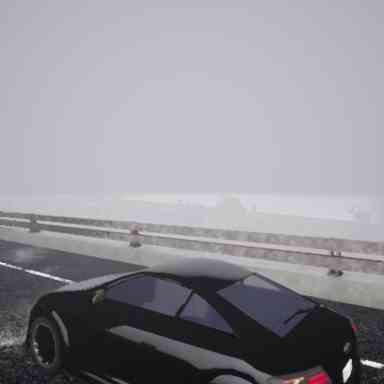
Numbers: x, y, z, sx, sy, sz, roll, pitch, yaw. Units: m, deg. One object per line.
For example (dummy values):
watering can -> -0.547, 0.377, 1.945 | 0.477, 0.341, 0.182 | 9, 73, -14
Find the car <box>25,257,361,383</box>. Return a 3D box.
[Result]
car -> -0.229, 1.552, 4.169 | 4.181, 1.385, 1.994 | 0, 0, 36
